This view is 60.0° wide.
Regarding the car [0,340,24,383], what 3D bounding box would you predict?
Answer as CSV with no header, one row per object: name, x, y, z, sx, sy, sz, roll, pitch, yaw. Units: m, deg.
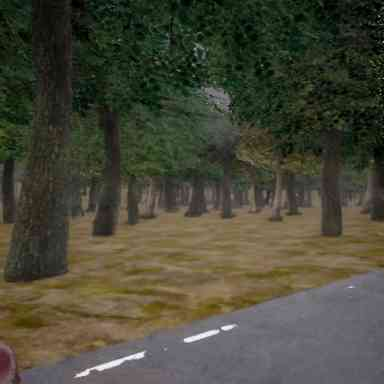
car,-3.118,1.524,1.172,4.674,1.442,1.812,0,0,-36
